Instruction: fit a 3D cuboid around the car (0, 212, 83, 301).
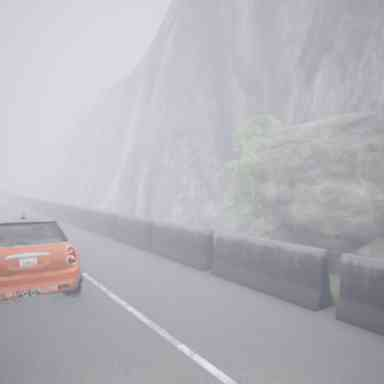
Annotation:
[{"bbox_3d":[-4.183,1.286,7.869,2.097,1.767,4.553,1,0,-34],"label":"car"}]
